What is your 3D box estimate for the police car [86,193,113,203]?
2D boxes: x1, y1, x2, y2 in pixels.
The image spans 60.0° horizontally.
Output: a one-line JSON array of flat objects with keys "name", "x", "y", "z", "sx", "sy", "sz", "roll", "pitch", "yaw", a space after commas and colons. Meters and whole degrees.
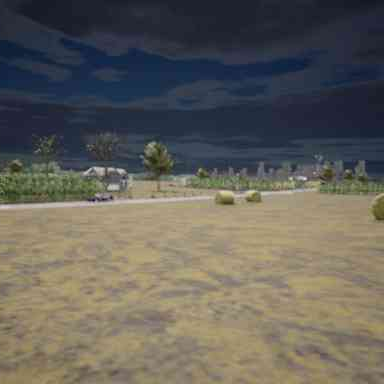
[{"name": "police car", "x": -16.379, "y": 0.997, "z": 59.210, "sx": 1.930, "sy": 1.638, "sz": 5.238, "roll": 3, "pitch": 2, "yaw": 36}]
